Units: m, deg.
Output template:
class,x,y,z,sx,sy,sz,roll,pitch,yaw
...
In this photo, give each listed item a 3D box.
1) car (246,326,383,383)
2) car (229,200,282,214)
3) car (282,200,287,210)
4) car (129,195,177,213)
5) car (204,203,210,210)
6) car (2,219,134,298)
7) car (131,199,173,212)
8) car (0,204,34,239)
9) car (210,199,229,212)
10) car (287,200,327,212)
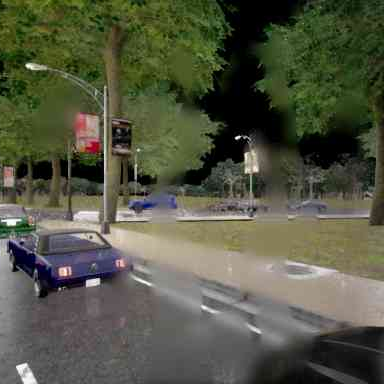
class,x,y,z,sx,sy,sz,roll,pitch,yaw
car,2.368,1.478,1.232,1.882,1.535,5.008,0,0,-38
car,7.143,1.685,37.628,4.902,1.511,2.128,0,0,-15
car,13.443,1.806,46.178,4.181,1.385,1.994,0,0,-15
car,-4.446,1.352,38.186,5.566,2.045,2.150,0,0,-15
car,3.867,1.708,43.696,4.674,1.442,1.812,0,0,-15
car,-3.428,1.601,8.687,1.895,1.301,4.718,0,0,-38
car,-4.971,1.623,41.405,4.902,1.511,2.128,0,0,-14
car,-8.941,1.352,15.787,2.097,1.767,4.553,0,0,-38
car,5.235,1.678,40.696,4.902,1.511,2.128,0,0,-14
car,15.229,1.775,43.283,4.674,1.442,1.812,0,0,-14
